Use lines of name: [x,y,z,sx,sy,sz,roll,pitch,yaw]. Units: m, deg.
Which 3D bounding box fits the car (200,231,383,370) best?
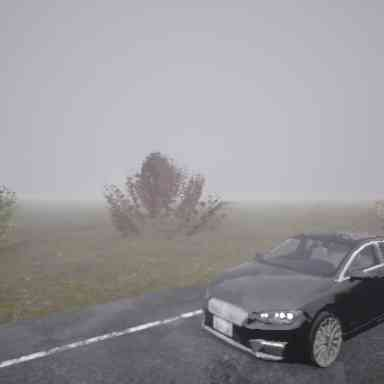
car: [2.385,1.488,5.785,4.902,1.511,2.128,0,0,-36]
